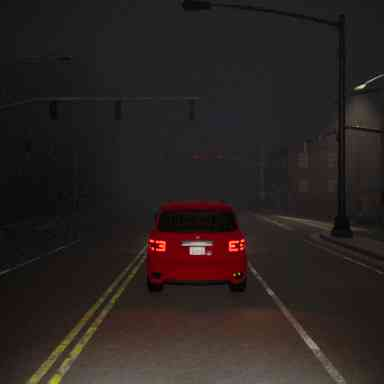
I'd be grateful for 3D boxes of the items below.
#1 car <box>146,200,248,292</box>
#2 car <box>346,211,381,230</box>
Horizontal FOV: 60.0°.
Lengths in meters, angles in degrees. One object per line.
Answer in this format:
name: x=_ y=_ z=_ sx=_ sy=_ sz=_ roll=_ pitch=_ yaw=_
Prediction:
car: x=0.101 y=1.221 z=9.060 sx=2.150 sy=2.045 sz=5.566 roll=0 pitch=0 yaw=0
car: x=15.435 y=2.488 z=29.654 sx=4.902 sy=1.511 sz=2.128 roll=8 pitch=0 yaw=0
